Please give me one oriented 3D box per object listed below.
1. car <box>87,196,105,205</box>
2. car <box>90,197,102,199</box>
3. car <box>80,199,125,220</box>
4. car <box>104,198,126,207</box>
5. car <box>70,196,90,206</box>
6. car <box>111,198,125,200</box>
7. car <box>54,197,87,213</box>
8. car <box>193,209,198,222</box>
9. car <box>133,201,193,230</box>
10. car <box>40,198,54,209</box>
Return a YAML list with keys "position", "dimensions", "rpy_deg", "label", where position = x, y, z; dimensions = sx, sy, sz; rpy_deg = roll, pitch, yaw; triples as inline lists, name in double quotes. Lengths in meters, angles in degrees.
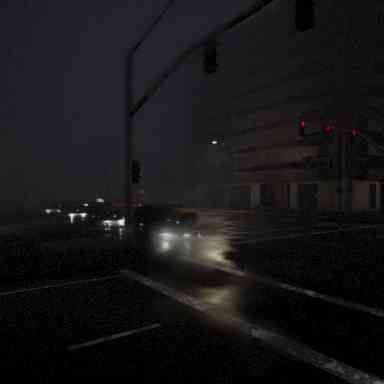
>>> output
- position: [-17.961, 1.581, 62.260]
  dimensions: [1.812, 1.442, 4.674]
  rpy_deg: [0, 0, -34]
  label: "car"
- position: [-12.947, 1.603, 42.800]
  dimensions: [2.033, 1.411, 5.357]
  rpy_deg: [0, 0, -35]
  label: "car"
- position: [-7.898, 1.603, 29.639]
  dimensions: [2.033, 1.411, 5.357]
  rpy_deg: [0, 0, -35]
  label: "car"
- position: [-12.685, 1.656, 54.836]
  dimensions: [1.895, 1.301, 4.718]
  rpy_deg: [0, 0, -36]
  label: "car"
- position: [-19.911, 1.547, 58.954]
  dimensions: [2.128, 1.511, 4.902]
  rpy_deg: [0, 0, -35]
  label: "car"
- position: [-6.861, 1.407, 34.223]
  dimensions: [2.097, 1.767, 4.553]
  rpy_deg: [0, 0, -36]
  label: "car"
- position: [-13.758, 1.603, 37.899]
  dimensions: [2.033, 1.411, 5.357]
  rpy_deg: [0, 0, -35]
  label: "car"
- position: [-1.484, 1.533, 26.660]
  dimensions: [1.882, 1.535, 5.008]
  rpy_deg: [0, 0, -35]
  label: "car"
- position: [-2.253, 1.560, 21.701]
  dimensions: [1.837, 1.490, 4.892]
  rpy_deg: [0, 0, -36]
  label: "car"
- position: [-19.807, 1.533, 46.472]
  dimensions: [1.882, 1.535, 5.008]
  rpy_deg: [0, 0, -35]
  label: "car"
